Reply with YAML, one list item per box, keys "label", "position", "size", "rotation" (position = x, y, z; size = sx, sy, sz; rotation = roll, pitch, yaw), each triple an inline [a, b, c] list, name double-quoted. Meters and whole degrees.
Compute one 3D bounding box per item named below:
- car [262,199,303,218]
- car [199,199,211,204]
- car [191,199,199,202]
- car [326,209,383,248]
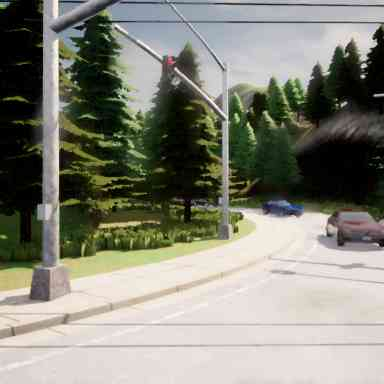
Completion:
- label: "car"
  position: [8.231, 1.478, 30.674]
  size: [1.882, 1.535, 5.008]
  rotation: [0, 1, -15]
- label: "car"
  position: [1.987, 1.505, 50.068]
  size: [1.837, 1.490, 4.892]
  rotation: [0, 0, -37]
- label: "car"
  position: [-1.854, 1.547, 49.533]
  size: [2.033, 1.411, 5.357]
  rotation: [0, 0, -41]
- label: "car"
  position: [7.265, 1.526, 15.056]
  size: [1.812, 1.442, 4.674]
  rotation: [0, 0, 13]
